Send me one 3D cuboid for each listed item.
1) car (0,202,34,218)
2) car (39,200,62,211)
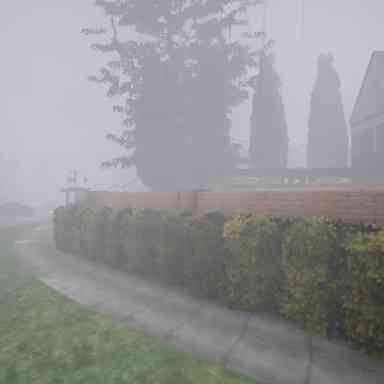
[{"bbox_3d":[-17.922,1.783,33.813,1.882,1.535,5.008,0,-1,0],"label":"car"},{"bbox_3d":[-21.369,1.986,50.370,1.882,1.535,5.008,0,-1,1],"label":"car"}]
